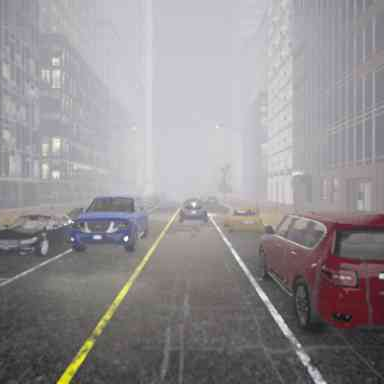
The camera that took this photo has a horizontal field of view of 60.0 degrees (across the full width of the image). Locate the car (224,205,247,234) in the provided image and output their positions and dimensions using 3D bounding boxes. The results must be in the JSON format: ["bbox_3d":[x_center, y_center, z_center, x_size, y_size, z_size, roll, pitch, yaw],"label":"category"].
[{"bbox_3d":[2.698,1.391,18.211,1.752,1.417,4.829,0,0,0],"label":"car"}]

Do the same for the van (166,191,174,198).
[{"bbox_3d":[-5.665,0.663,86.359,1.690,1.788,3.998,0,0,0],"label":"van"}]

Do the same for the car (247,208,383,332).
[{"bbox_3d":[2.696,1.266,6.656,2.192,1.841,5.009,0,0,0],"label":"car"}]

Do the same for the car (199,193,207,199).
[{"bbox_3d":[2.713,0.951,80.652,1.802,1.307,4.206,0,0,0],"label":"car"}]

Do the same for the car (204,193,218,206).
[{"bbox_3d":[2.705,1.212,46.502,1.947,1.339,4.313,0,0,0],"label":"car"}]

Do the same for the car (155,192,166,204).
[{"bbox_3d":[-5.674,1.147,52.208,1.887,1.381,4.507,0,0,0],"label":"car"}]

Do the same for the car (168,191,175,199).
[{"bbox_3d":[-5.667,0.810,80.667,1.967,1.590,4.097,0,0,0],"label":"car"}]

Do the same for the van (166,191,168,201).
[{"bbox_3d":[-5.672,0.897,57.899,1.690,1.788,3.998,0,0,0],"label":"van"}]

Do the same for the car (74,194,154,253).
[{"bbox_3d":[-3.097,1.124,13.651,2.150,2.045,5.566,0,0,0],"label":"car"}]

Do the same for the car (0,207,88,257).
[{"bbox_3d":[-5.684,1.461,12.364,2.008,1.369,4.403,0,0,0],"label":"car"}]

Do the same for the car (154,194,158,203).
[{"bbox_3d":[-5.677,1.242,40.824,2.008,1.369,4.403,0,0,0],"label":"car"}]

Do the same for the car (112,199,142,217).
[{"bbox_3d":[-5.680,1.362,29.439,1.802,1.307,4.206,0,0,0],"label":"car"}]

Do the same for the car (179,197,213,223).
[{"bbox_3d":[0.106,1.326,23.907,2.163,1.488,4.792,0,0,0],"label":"car"}]

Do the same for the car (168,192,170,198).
[{"bbox_3d":[-5.672,1.092,63.593,1.802,1.307,4.206,0,0,0],"label":"car"}]

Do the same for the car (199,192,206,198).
[{"bbox_3d":[2.715,0.846,86.514,1.752,1.417,4.829,0,0,0],"label":"car"}]

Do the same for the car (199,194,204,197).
[{"bbox_3d":[0.110,1.254,41.015,1.994,1.385,4.181,0,0,0],"label":"car"}]

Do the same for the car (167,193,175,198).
[{"bbox_3d":[-5.665,0.841,92.053,1.947,1.339,4.313,0,0,0],"label":"car"}]

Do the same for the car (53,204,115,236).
[{"bbox_3d":[-5.683,1.433,18.056,1.947,1.339,4.313,0,0,0],"label":"car"}]
